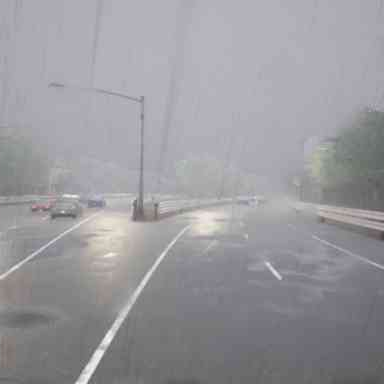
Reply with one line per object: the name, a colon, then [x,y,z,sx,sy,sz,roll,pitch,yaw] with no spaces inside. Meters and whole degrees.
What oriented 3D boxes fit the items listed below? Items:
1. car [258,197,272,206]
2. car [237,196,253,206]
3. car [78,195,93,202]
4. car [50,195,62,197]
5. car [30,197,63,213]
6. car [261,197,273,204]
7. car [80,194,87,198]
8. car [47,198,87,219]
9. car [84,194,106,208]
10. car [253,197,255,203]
car: [12.953,1.724,59.879,1.882,1.535,5.008,1,0,16]
car: [9.364,1.681,60.062,1.882,1.535,5.008,1,0,16]
car: [-22.235,1.324,69.868,1.994,1.385,4.181,1,0,-3]
car: [-20.387,1.280,50.302,1.837,1.490,4.892,0,0,-6]
car: [-14.678,1.446,33.748,1.895,1.301,4.718,1,0,-8]
car: [15.829,1.728,69.861,2.033,1.411,5.357,1,0,16]
car: [-17.601,1.173,56.513,2.097,1.767,4.553,1,0,-5]
car: [-10.217,1.468,27.500,1.994,1.385,4.181,1,0,-9]
car: [-12.763,1.361,44.868,1.882,1.535,5.008,1,0,-7]
car: [12.248,1.590,70.064,1.882,1.535,5.008,1,0,16]
